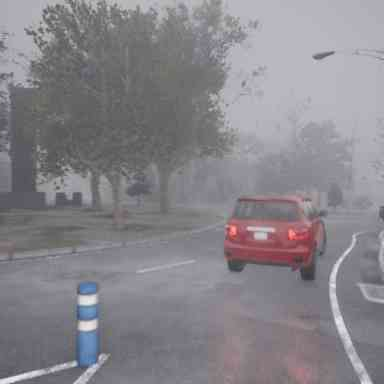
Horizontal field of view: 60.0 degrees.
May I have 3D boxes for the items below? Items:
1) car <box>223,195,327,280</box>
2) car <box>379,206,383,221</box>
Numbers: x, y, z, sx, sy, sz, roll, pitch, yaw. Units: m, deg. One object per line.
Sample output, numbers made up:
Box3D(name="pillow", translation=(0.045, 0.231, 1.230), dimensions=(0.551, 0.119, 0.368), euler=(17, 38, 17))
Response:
Box3D(name="car", translation=(2.708, 1.102, 10.004), dimensions=(2.150, 2.045, 5.566), euler=(1, 0, 25))
Box3D(name="car", translation=(14.430, 1.345, 21.424), dimensions=(5.008, 1.535, 1.882), euler=(3, 0, -21))
